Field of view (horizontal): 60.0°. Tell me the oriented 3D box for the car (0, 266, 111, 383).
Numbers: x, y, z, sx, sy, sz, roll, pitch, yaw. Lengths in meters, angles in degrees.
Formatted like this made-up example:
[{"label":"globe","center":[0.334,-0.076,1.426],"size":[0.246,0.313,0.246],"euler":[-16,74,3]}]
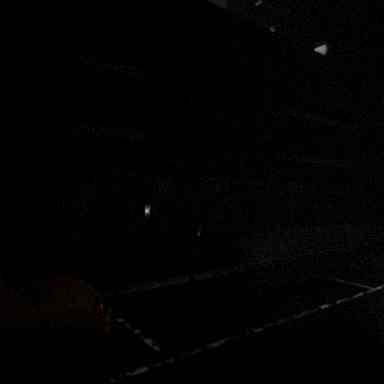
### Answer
[{"label":"car","center":[-3.385,1.527,3.658],"size":[4.829,1.417,1.752],"euler":[0,2,-35]}]
